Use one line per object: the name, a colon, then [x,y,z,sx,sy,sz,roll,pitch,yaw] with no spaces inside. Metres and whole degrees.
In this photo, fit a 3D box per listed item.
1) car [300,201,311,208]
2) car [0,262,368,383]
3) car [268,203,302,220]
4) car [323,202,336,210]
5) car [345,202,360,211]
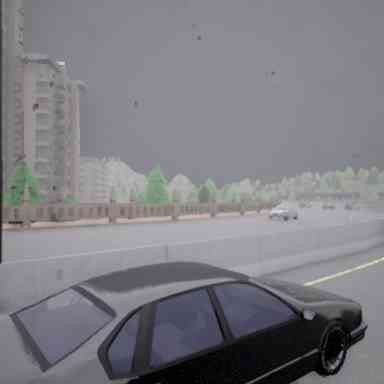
car: [24.090,2.711,70.808,1.837,1.490,4.892,0,-1,8]
car: [-0.060,1.590,3.873,5.357,1.411,2.033,1,-1,-38]
car: [9.357,2.059,33.931,1.812,1.442,4.674,0,-1,34]
car: [26.458,2.699,64.232,1.812,1.442,4.674,0,-1,14]
car: [29.293,2.649,60.879,2.128,1.511,4.902,0,-1,14]
